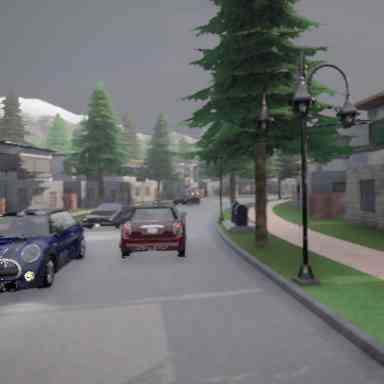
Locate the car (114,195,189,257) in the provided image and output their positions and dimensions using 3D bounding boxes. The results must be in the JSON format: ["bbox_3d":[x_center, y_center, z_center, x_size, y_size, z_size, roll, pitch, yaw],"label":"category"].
[{"bbox_3d":[-1.283,1.176,12.395,2.097,1.767,4.553,-1,1,-1],"label":"car"}]

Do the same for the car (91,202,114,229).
[{"bbox_3d":[-4.772,1.316,20.058,2.033,1.411,5.357,-1,1,4],"label":"car"}]

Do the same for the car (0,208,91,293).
[{"bbox_3d":[-4.384,1.303,8.937,2.097,1.767,4.553,-1,1,-5],"label":"car"}]

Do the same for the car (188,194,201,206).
[{"bbox_3d":[-0.591,0.962,38.962,1.895,1.301,4.718,-1,1,21],"label":"car"}]
